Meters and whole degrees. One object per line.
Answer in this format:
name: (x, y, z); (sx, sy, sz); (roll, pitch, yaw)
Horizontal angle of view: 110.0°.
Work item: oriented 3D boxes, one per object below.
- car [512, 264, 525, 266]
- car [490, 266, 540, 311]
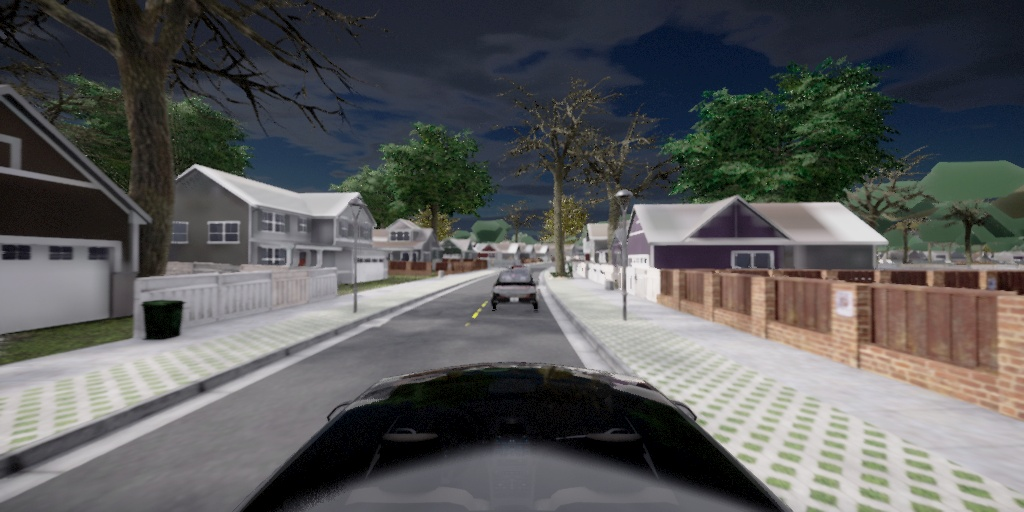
car: (0.846, 1.606, 29.992); (1.895, 1.301, 4.718); (0, 0, 4)
car: (0.171, 1.371, 15.311); (2.128, 1.511, 4.902); (0, 0, 2)
